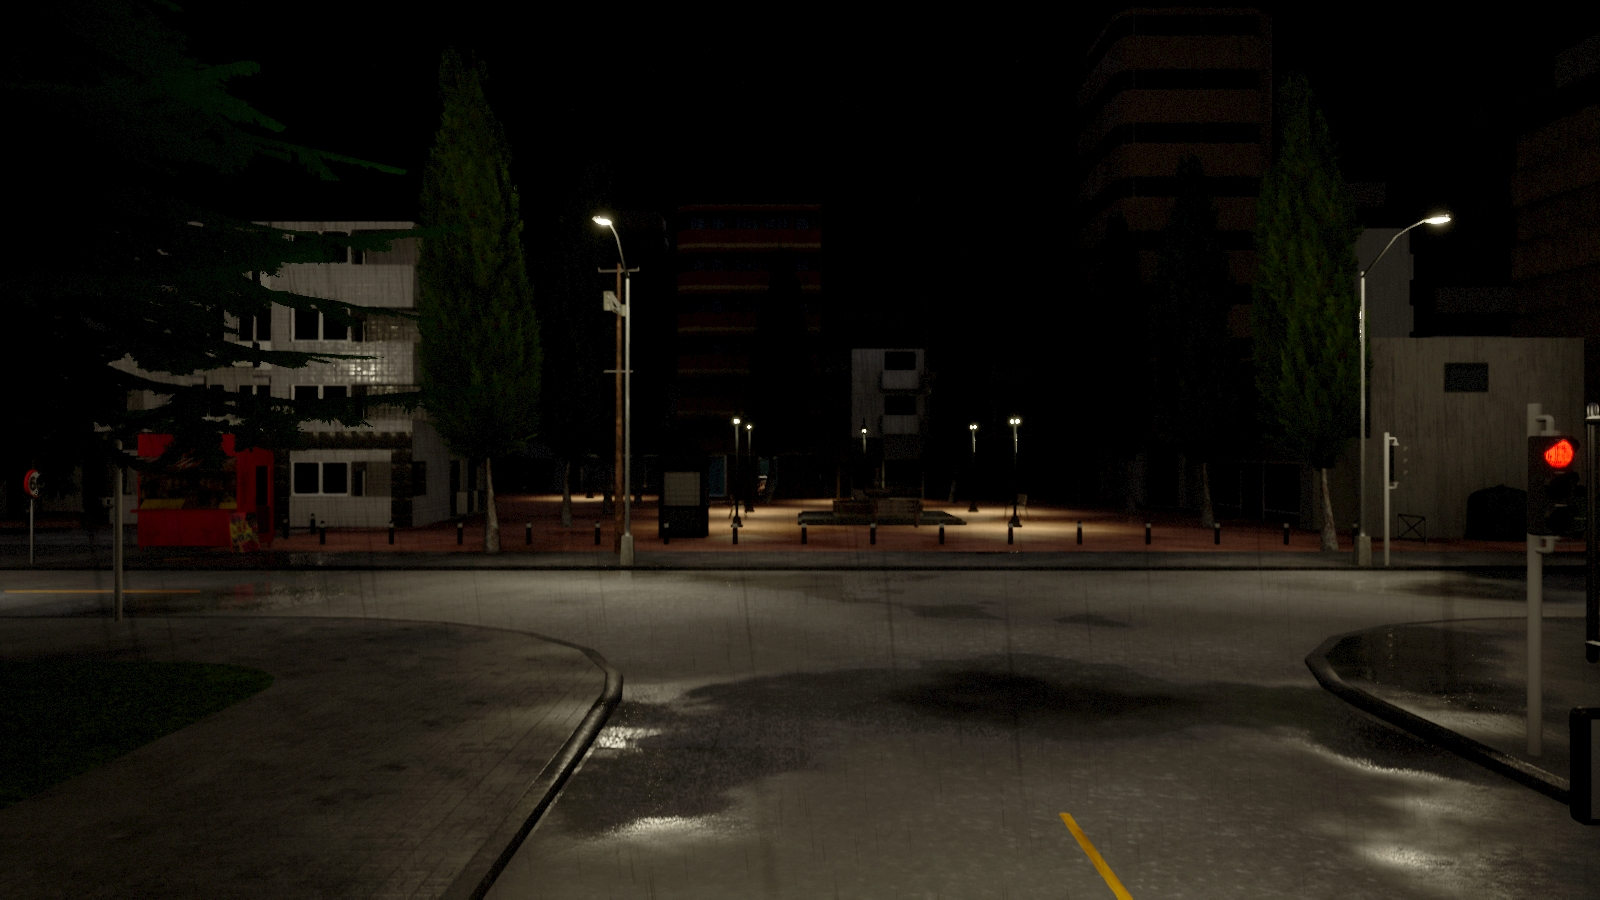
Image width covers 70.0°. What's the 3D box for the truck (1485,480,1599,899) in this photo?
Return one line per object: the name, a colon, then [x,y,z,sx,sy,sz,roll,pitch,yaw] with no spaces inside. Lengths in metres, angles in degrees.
truck: [4.017,1.350,1.921,2.627,2.467,5.204,0,0,0]
